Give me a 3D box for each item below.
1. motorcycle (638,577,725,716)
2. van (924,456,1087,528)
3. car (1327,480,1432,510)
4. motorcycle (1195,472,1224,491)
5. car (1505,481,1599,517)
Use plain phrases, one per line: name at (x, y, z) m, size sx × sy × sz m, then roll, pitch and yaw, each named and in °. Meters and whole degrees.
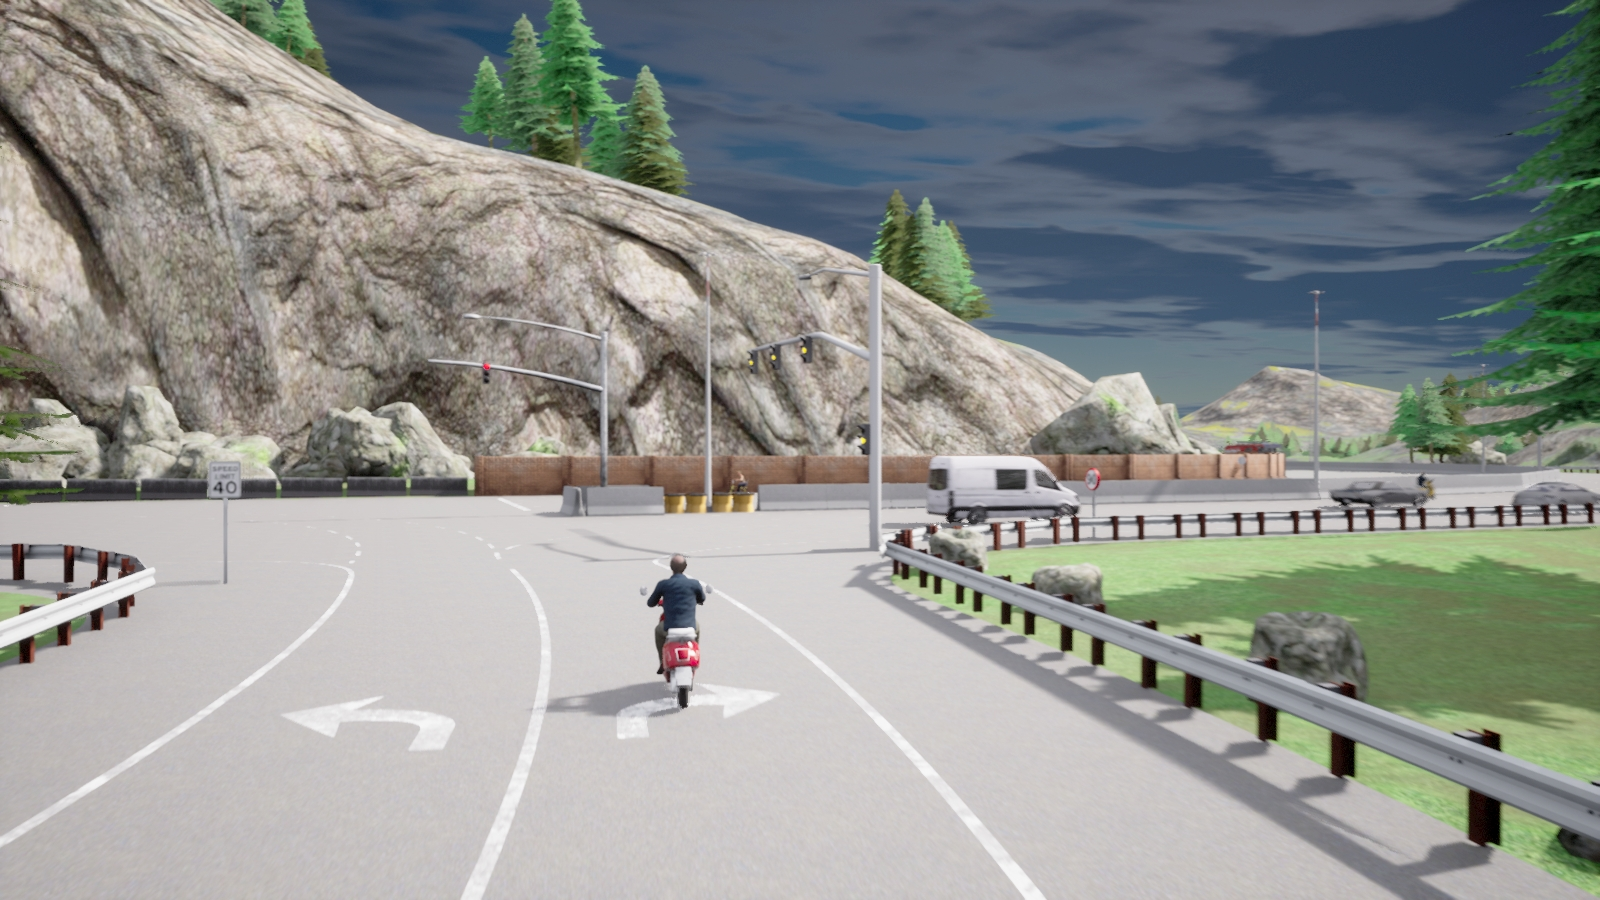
motorcycle at (-1.383, 2.177, 12.996) m, size 0.856 × 1.236 × 1.805 m, roll -1°, pitch 0°, yaw -10°
van at (7.787, 1.514, 43.247) m, size 5.915 × 2.561 × 1.988 m, roll 0°, pitch 0°, yaw -21°
car at (27.780, 2.123, 54.764) m, size 4.718 × 1.301 × 1.895 m, roll 0°, pitch 0°, yaw -24°
motorcycle at (27.694, 2.141, 77.259) m, size 1.805 × 1.236 × 0.856 m, roll 0°, pitch -2°, yaw -27°
car at (32.797, 2.087, 49.340) m, size 4.181 × 1.385 × 1.994 m, roll 0°, pitch 0°, yaw -25°
